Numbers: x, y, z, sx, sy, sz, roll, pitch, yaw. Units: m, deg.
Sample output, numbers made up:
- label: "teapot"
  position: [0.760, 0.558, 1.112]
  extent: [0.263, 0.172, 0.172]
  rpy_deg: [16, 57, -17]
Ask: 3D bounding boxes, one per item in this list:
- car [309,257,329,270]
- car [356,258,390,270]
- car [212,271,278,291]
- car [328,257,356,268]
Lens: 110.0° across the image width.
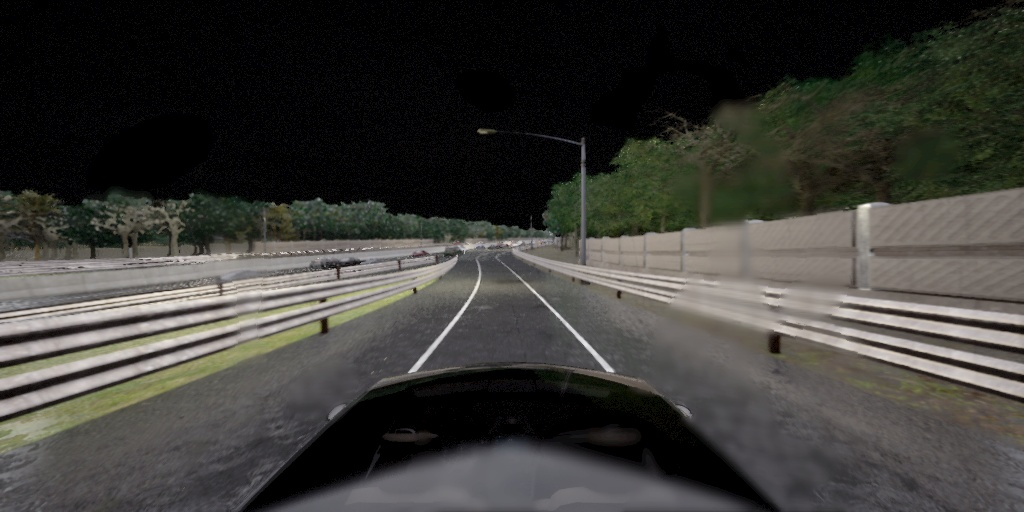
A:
- label: "car"
  position: [-23.918, 0.889, 46.533]
  extent: [2.128, 1.511, 4.902]
  rpy_deg: [0, 3, 13]
- label: "car"
  position: [-17.086, 0.995, 45.012]
  extent: [1.994, 1.385, 4.181]
  rpy_deg: [0, 3, 13]
- label: "car"
  position: [-20.833, 1.897, 28.211]
  extent: [1.812, 1.442, 4.674]
  rpy_deg: [0, 3, 13]
- label: "car"
  position: [-20.501, 0.891, 45.777]
  extent: [1.882, 1.535, 5.008]
  rpy_deg: [0, 3, 13]
